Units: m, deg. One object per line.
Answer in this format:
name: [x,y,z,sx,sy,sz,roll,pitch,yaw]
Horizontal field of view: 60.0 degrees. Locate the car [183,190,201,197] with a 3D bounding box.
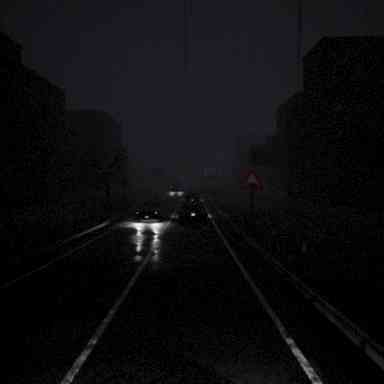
car: [0.026,0.519,41.531,1.837,1.490,4.892,0,3,0]

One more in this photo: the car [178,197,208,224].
car: [0.060,1.355,23.179,1.994,1.385,4.181,0,2,0]

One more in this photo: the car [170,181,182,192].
car: [-3.123,-1.132,66.342,2.150,2.045,5.566,0,3,0]

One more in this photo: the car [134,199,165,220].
car: [-3.143,1.267,25.750,2.033,1.411,5.357,0,2,0]
